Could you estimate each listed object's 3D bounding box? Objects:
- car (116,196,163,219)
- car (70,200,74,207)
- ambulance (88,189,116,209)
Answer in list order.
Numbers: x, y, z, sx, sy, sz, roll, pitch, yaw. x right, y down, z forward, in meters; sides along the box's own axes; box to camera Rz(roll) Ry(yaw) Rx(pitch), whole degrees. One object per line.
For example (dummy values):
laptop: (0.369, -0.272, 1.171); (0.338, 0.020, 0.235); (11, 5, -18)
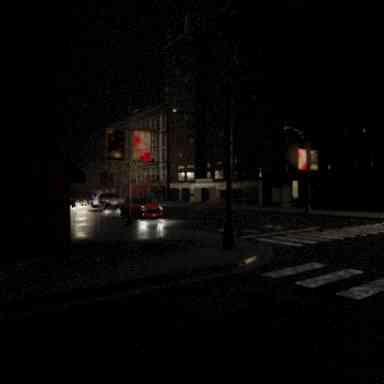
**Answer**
car: (-4.316, 1.255, 28.119); (2.097, 1.767, 4.553); (-1, 0, -36)
car: (-18.295, 1.435, 47.343); (1.895, 1.301, 4.718); (-1, 0, -36)
ambulance: (-11.550, 0.857, 43.672); (2.351, 2.431, 6.366); (-1, 0, -36)
